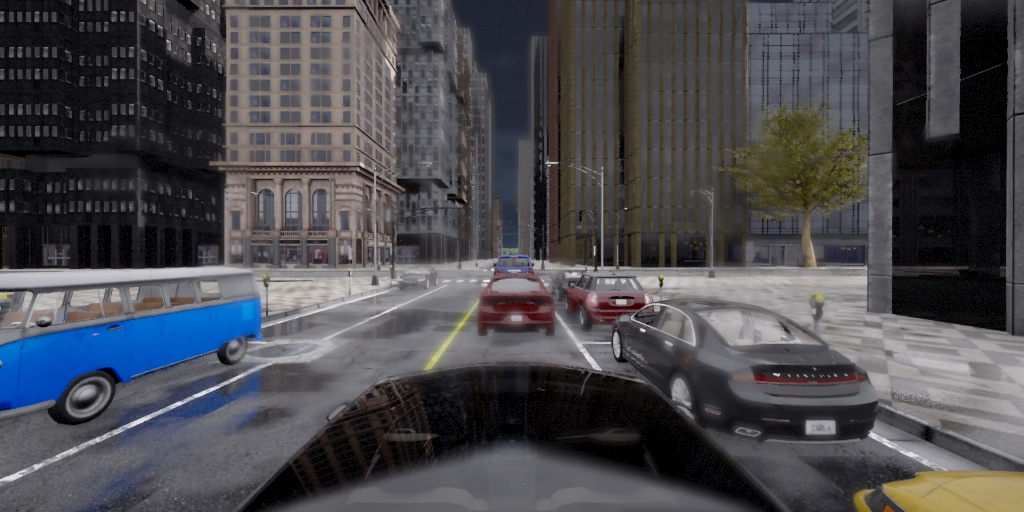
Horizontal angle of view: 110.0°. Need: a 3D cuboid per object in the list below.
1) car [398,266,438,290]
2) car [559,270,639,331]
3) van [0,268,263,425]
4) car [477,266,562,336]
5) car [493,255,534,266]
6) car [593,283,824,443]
[{"bbox_3d":[-5.730,1.296,22.325,2.007,1.370,4.403,0,0,0],"label":"car"},{"bbox_3d":[2.778,1.188,11.031,1.967,1.591,4.097,0,0,0],"label":"car"},{"bbox_3d":[-5.756,1.091,5.402,1.690,1.789,3.998,0,0,0],"label":"van"},{"bbox_3d":[0.107,1.226,10.417,1.882,1.535,5.008,0,0,0],"label":"car"},{"bbox_3d":[0.105,0.967,20.301,2.150,2.045,5.566,0,0,0],"label":"car"},{"bbox_3d":[2.769,1.300,5.390,2.007,1.370,4.403,0,0,0],"label":"car"}]
